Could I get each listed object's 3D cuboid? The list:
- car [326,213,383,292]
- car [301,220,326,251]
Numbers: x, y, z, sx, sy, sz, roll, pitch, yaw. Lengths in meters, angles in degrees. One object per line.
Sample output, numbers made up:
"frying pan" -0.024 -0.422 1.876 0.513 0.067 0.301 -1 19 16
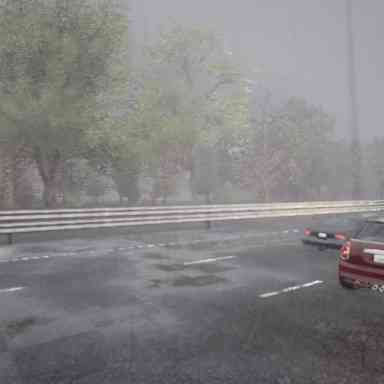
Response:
"car" 5.456 1.337 7.729 4.553 1.767 2.097 0 0 -35
"car" 6.473 1.514 12.719 5.357 1.411 2.033 0 0 -35
